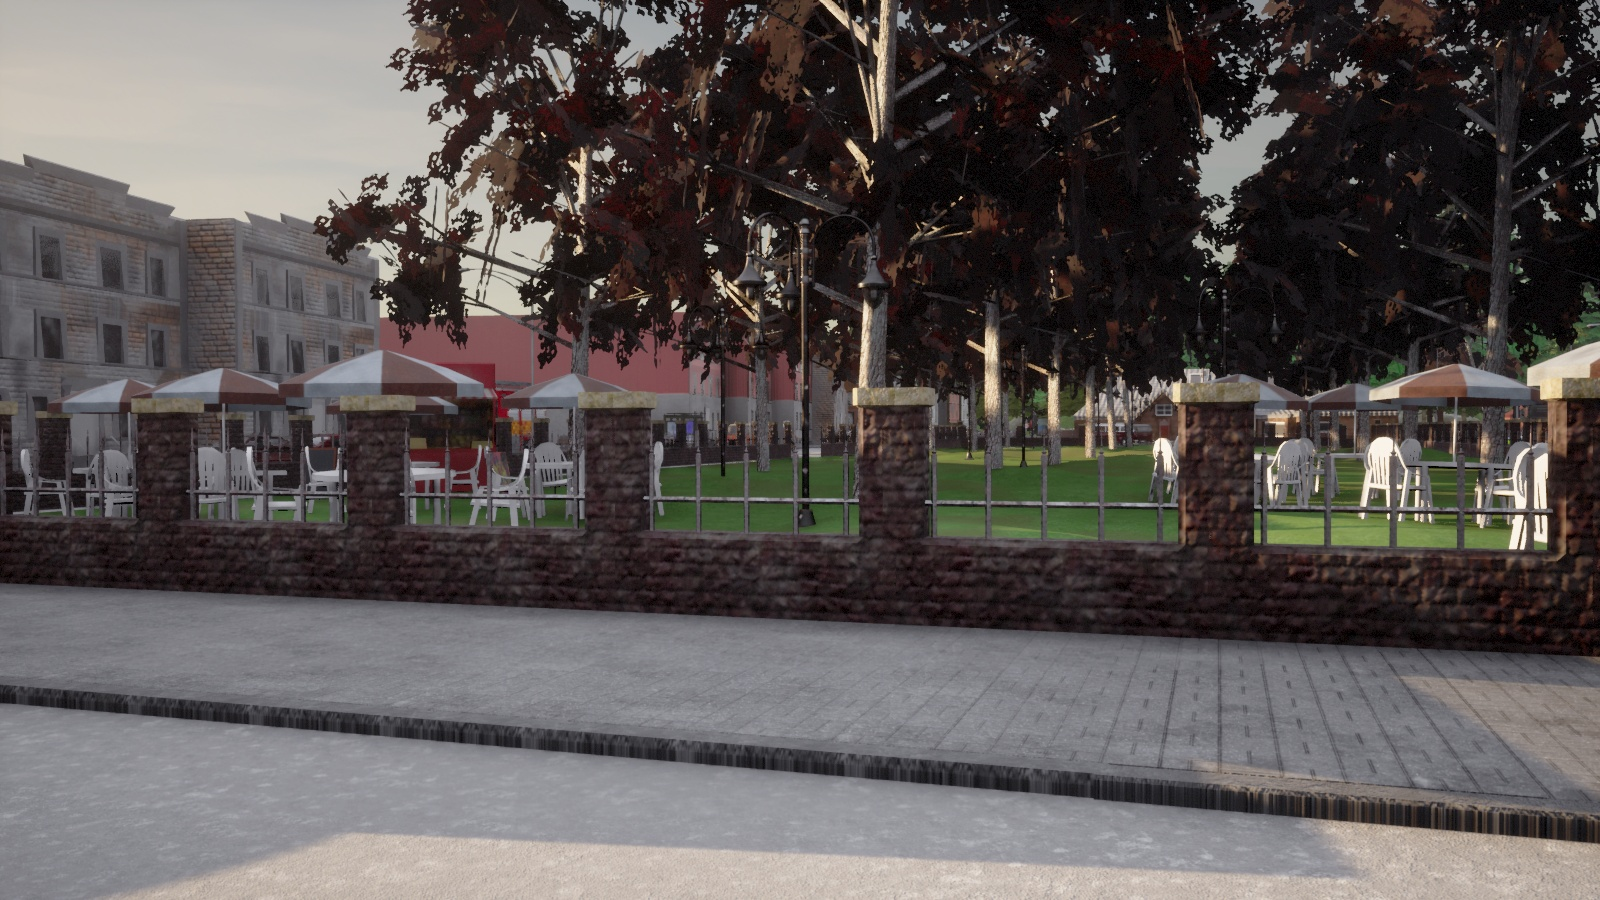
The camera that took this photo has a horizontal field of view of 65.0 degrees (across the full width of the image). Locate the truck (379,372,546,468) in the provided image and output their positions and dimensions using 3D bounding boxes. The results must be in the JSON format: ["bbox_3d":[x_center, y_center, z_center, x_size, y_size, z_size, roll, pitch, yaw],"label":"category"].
[{"bbox_3d":[-14.521,-1.272,54.917,2.891,3.827,8.468,1,1,18],"label":"truck"}]

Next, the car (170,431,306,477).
[{"bbox_3d":[-18.770,0.095,42.159,1.816,1.474,4.193,1,1,18],"label":"car"}]

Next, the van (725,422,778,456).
[{"bbox_3d":[-2.933,-0.668,77.063,1.775,1.987,4.442,1,1,18],"label":"van"}]

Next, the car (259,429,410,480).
[{"bbox_3d":[-15.003,0.094,40.810,1.882,1.535,5.008,1,1,18],"label":"car"}]
